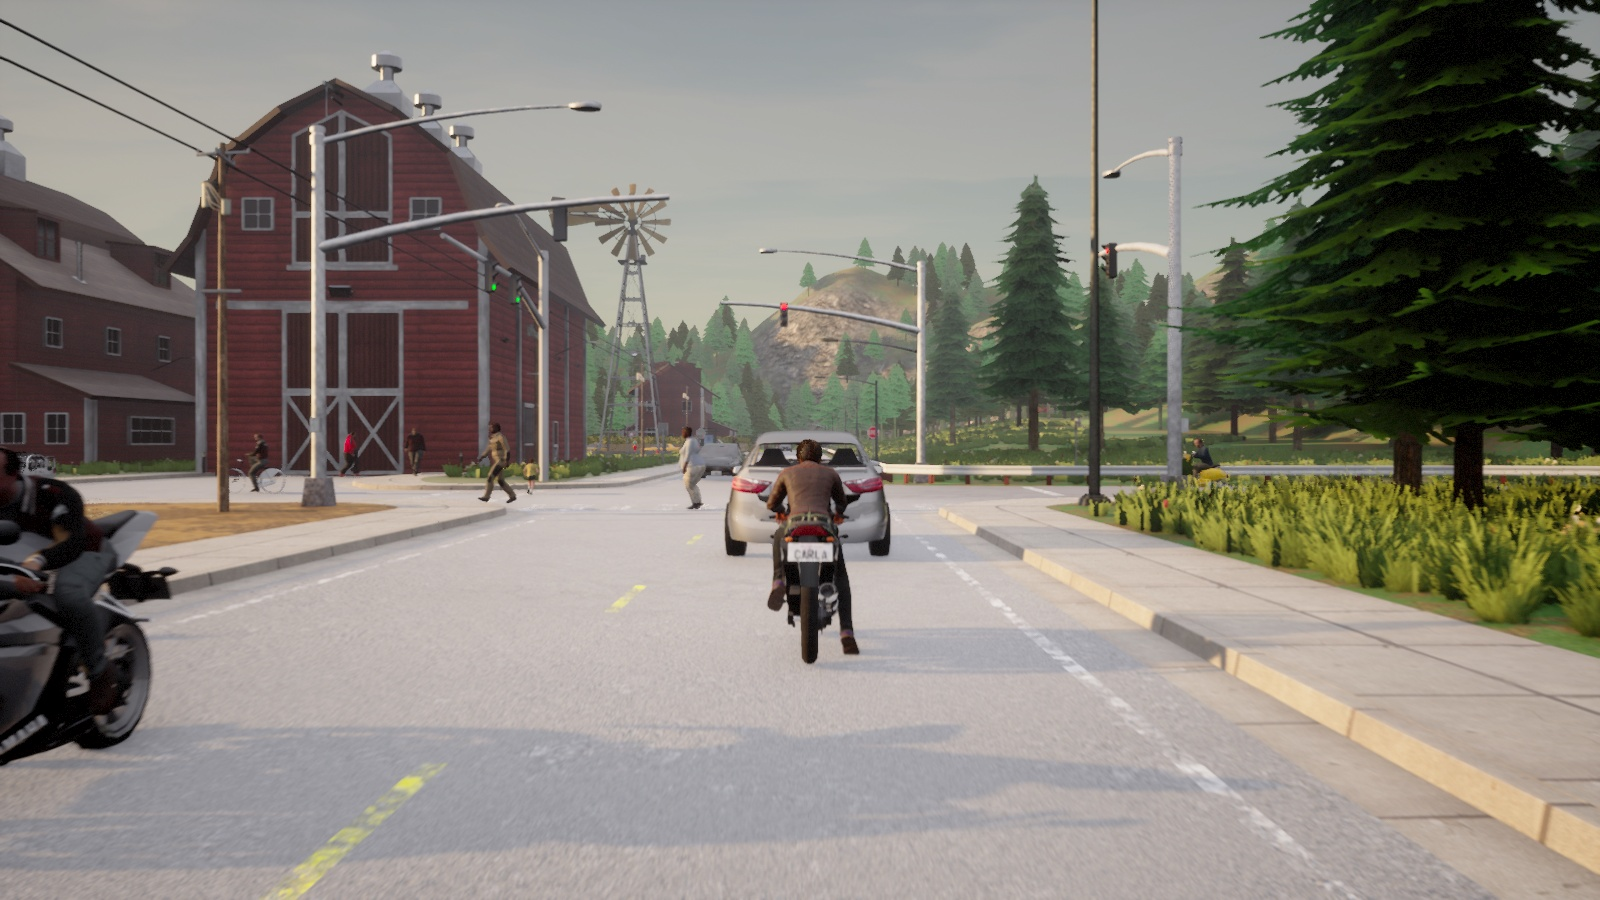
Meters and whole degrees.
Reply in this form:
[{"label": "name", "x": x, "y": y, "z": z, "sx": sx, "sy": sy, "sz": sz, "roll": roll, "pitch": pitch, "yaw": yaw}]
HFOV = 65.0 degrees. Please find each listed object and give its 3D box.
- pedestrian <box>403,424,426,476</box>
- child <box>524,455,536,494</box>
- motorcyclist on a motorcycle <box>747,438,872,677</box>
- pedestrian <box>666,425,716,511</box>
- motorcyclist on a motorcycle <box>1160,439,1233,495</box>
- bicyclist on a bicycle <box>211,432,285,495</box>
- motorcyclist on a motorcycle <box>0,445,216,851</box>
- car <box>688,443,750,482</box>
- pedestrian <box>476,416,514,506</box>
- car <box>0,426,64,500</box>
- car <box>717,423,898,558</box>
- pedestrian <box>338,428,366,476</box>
[{"label": "pedestrian", "x": -13.666, "y": -0.001, "z": 44.562, "sx": 0.634, "sy": 1.844, "sz": 0.899, "roll": 0, "pitch": 0, "yaw": -8}, {"label": "child", "x": -7.647, "y": 0.695, "z": 35.611, "sx": 0.255, "sy": 1.110, "sz": 0.394, "roll": 0, "pitch": 0, "yaw": -1}, {"label": "motorcyclist on a motorcycle", "x": 0.066, "y": 0.678, "z": 9.001, "sx": 0.797, "sy": 1.523, "sz": 2.044, "roll": 0, "pitch": 0, "yaw": 0}, {"label": "pedestrian", "x": -2.381, "y": 0.381, "z": 27.438, "sx": 0.900, "sy": 1.855, "sz": 0.874, "roll": 0, "pitch": 0, "yaw": 9}, {"label": "motorcyclist on a motorcycle", "x": 11.467, "y": 0.477, "z": 36.349, "sx": 1.817, "sy": 1.590, "sz": 0.866, "roll": 0, "pitch": 0, "yaw": -1}, {"label": "bicyclist on a bicycle", "x": -15.820, "y": 0.372, "z": 36.007, "sx": 1.843, "sy": 1.776, "sz": 0.659, "roll": 1, "pitch": 1, "yaw": -1}, {"label": "motorcyclist on a motorcycle", "x": -3.455, "y": 0.748, "z": 5.392, "sx": 0.866, "sy": 1.530, "sz": 2.191, "roll": 0, "pitch": 0, "yaw": 0}, {"label": "car", "x": -3.202, "y": 0.458, "z": 50.649, "sx": 2.163, "sy": 1.488, "sz": 4.792, "roll": 0, "pitch": 0, "yaw": 0}, {"label": "pedestrian", "x": -6.630, "y": 0.233, "z": 27.274, "sx": 0.692, "sy": 1.930, "sz": 0.396, "roll": 0, "pitch": 0, "yaw": -45}, {"label": "car", "x": -21.897, "y": 0.333, "z": 32.430, "sx": 4.605, "sy": 1.855, "sz": 1.932, "roll": 0, "pitch": 1, "yaw": -1}, {"label": "car", "x": 0.114, "y": 0.490, "z": 17.915, "sx": 2.242, "sy": 1.667, "sz": 4.611, "roll": 0, "pitch": 0, "yaw": 1}, {"label": "pedestrian", "x": -17.138, "y": 0.078, "z": 48.021, "sx": 0.899, "sy": 1.844, "sz": 0.634, "roll": 0, "pitch": 0, "yaw": -6}]
